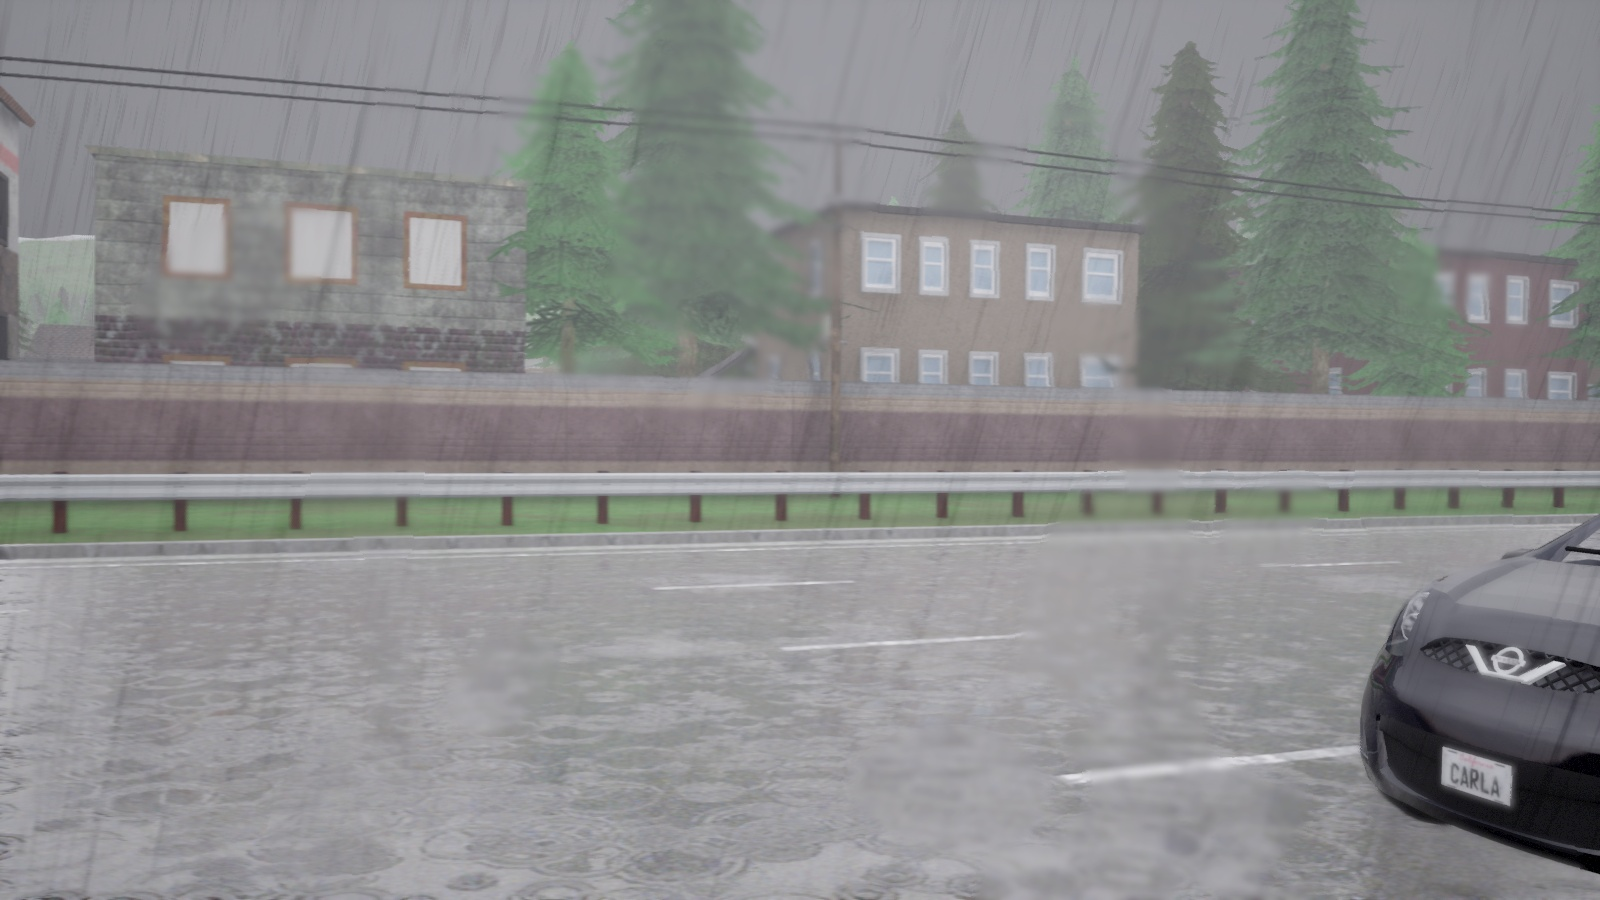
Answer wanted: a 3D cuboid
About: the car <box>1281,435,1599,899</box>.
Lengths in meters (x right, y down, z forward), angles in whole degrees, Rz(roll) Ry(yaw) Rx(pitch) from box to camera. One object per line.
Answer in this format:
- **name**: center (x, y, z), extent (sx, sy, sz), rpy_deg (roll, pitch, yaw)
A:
- **car**: center (3.922, 0.693, 4.728), extent (3.633, 1.501, 1.845), rpy_deg (-1, 1, -21)
